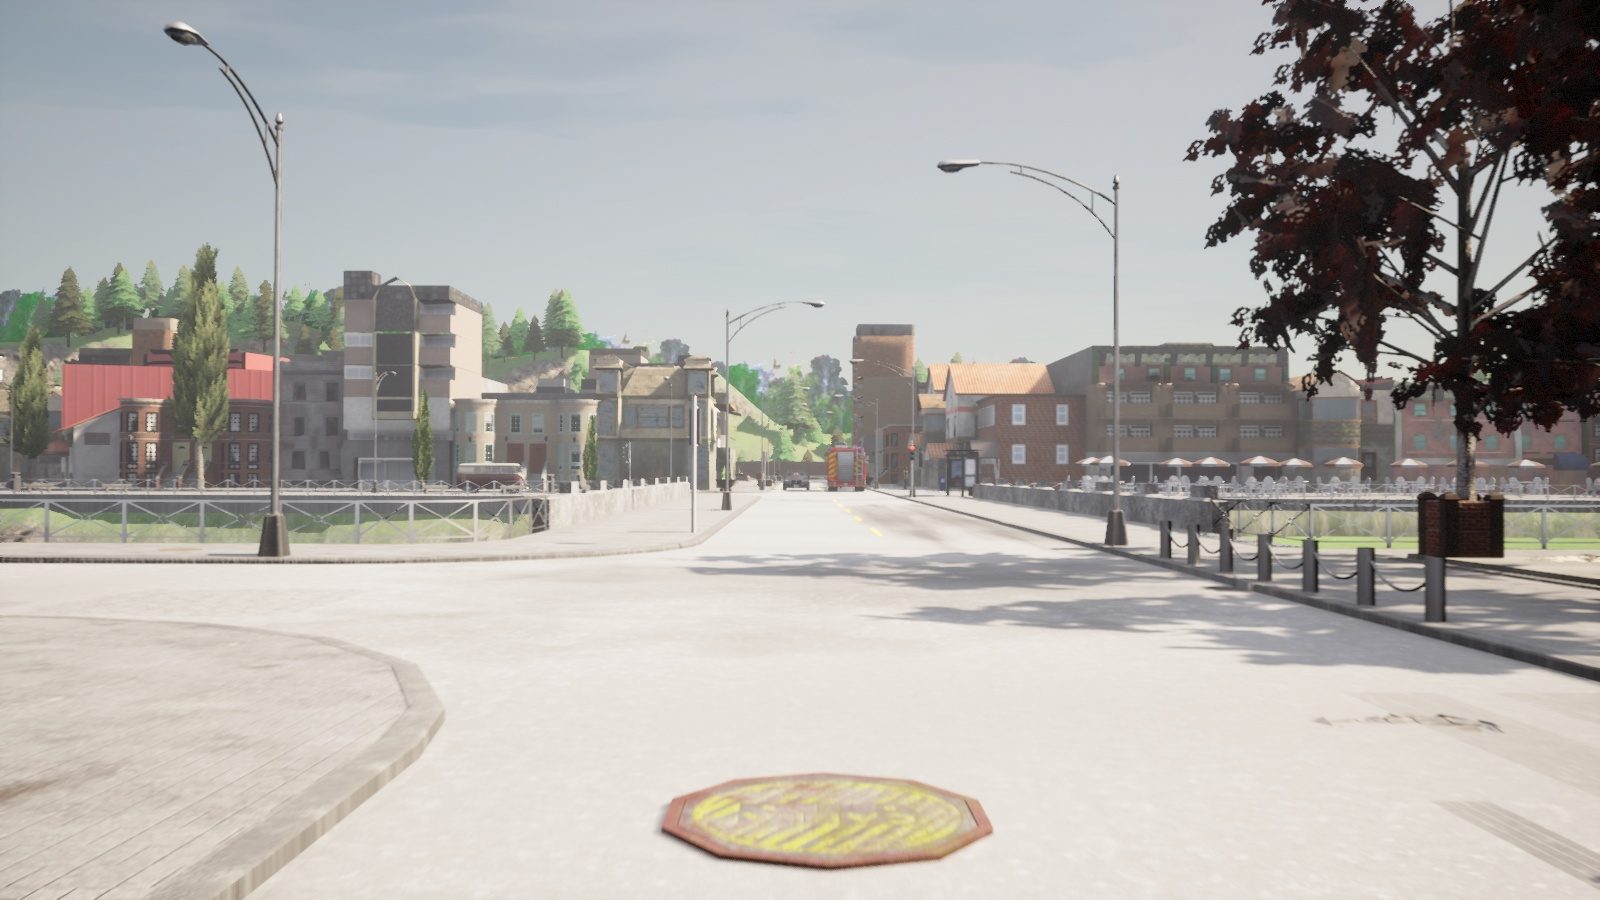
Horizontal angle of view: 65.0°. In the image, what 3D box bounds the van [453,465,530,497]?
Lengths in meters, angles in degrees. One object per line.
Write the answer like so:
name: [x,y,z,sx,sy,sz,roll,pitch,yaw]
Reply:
van: [-19.702,1.991,80.290,4.442,1.987,1.775,0,-1,0]
